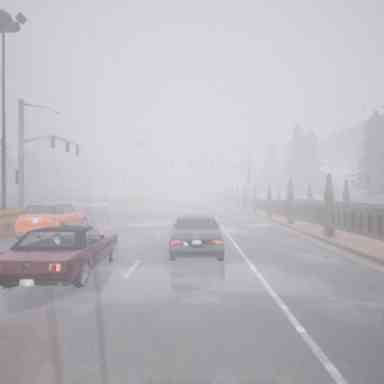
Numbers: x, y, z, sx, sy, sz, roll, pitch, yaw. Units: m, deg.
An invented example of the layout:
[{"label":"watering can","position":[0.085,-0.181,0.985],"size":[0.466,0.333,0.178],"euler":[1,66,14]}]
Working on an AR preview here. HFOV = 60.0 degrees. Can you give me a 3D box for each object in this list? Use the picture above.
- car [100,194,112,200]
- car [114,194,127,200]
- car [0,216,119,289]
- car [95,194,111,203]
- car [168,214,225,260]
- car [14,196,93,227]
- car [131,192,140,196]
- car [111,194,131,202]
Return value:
[{"label":"car","position":[-20.555,1.202,79.632],"size":[1.812,1.442,4.674],"euler":[0,0,0]},{"label":"car","position":[-17.055,1.273,79.620],"size":[1.895,1.301,4.718],"euler":[0,0,0]},{"label":"car","position":[-3.365,1.565,9.040],"size":[1.895,1.301,4.718],"euler":[0,0,0]},{"label":"car","position":[-17.160,1.302,64.064],"size":[1.994,1.385,4.181],"euler":[0,0,1]},{"label":"car","position":[0.151,1.499,12.150],"size":[2.033,1.411,5.357],"euler":[0,0,0]},{"label":"car","position":[-6.823,1.288,16.614],"size":[2.097,1.767,4.553],"euler":[0,0,0]},{"label":"car","position":[-13.555,0.904,79.537],"size":[2.150,2.045,5.566],"euler":[0,0,0]},{"label":"car","position":[-13.663,1.303,64.101],"size":[1.994,1.385,4.181],"euler":[0,0,1]}]
